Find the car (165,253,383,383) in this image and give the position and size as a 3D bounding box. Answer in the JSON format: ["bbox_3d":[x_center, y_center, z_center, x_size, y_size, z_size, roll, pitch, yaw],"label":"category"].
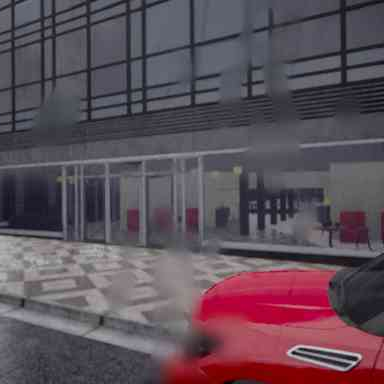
[{"bbox_3d":[2.526,1.226,2.388,5.566,2.045,2.150,0,0,27],"label":"car"}]
